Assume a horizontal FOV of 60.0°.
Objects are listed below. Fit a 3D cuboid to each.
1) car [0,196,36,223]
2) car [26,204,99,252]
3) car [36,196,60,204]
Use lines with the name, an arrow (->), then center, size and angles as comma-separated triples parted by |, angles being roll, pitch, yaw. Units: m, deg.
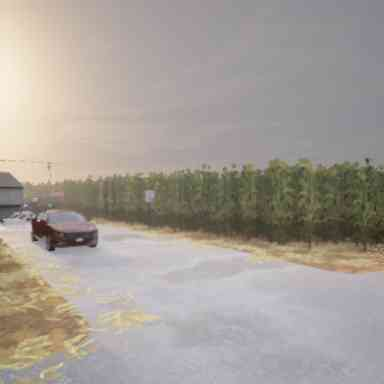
car -> -14.566, 1.333, 26.948 | 2.150, 2.045, 5.566 | 1, -1, -36
car -> -5.642, 1.506, 14.487 | 1.882, 1.535, 5.008 | 1, 0, -35
car -> -14.490, 1.365, 32.432 | 2.150, 2.045, 5.566 | 1, 0, -36
